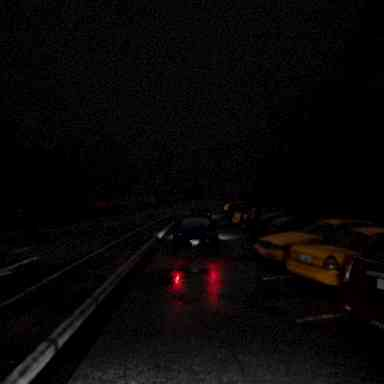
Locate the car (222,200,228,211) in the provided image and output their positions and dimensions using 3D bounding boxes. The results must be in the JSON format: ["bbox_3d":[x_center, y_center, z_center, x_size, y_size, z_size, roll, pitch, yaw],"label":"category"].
[{"bbox_3d":[5.625,1.761,29.214,5.008,1.535,2.097,1,-1,-16],"label":"car"}]

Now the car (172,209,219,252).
[{"bbox_3d":[0.183,1.667,14.445,1.812,1.442,4.674,0,0,2],"label":"car"}]

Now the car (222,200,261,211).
[{"bbox_3d":[6.938,1.929,46.948,4.892,1.521,2.231,1,-1,-15],"label":"car"}]

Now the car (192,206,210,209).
[{"bbox_3d":[0.795,1.885,29.217,1.895,1.301,4.718,0,-1,3],"label":"car"}]

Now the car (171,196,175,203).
[{"bbox_3d":[-7.895,2.042,82.310,5.566,2.045,2.435,-1,-1,-14],"label":"car"}]

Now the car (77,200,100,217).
[{"bbox_3d":[-12.334,1.825,34.316,5.008,1.535,2.097,-1,0,-16],"label":"car"}]

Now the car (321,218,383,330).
[{"bbox_3d":[4.820,1.413,5.530,4.553,1.767,2.185,1,-1,-19],"label":"car"}]

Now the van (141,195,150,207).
[{"bbox_3d":[-10.157,1.836,58.398,4.442,1.987,1.878,-1,-1,-15],"label":"van"}]

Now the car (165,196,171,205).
[{"bbox_3d":[-8.485,1.985,76.325,5.566,2.045,2.435,-1,-1,-14],"label":"car"}]

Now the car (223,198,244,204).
[{"bbox_3d":[10.674,2.325,85.849,4.792,1.488,2.163,1,0,-14],"label":"car"}]

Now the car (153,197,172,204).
[{"bbox_3d":[-7.588,2.197,85.289,4.553,1.767,2.185,-1,0,-14],"label":"car"}]

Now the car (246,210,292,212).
[{"bbox_3d":[5.010,1.663,14.421,4.674,1.452,2.002,1,-1,-18],"label":"car"}]

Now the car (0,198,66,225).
[{"bbox_3d":[-12.847,1.483,25.288,5.566,2.045,2.435,-1,-1,-17],"label":"car"}]

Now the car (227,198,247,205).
[{"bbox_3d":[5.505,1.609,26.262,4.553,1.767,2.185,1,0,-17],"label":"car"}]

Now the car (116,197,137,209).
[{"bbox_3d":[-11.300,1.975,49.312,5.366,1.575,1.946,-1,0,-15],"label":"car"}]

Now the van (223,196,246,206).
[{"bbox_3d":[9.099,1.925,70.608,4.442,1.987,1.878,1,0,-14],"label":"van"}]

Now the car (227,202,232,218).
[{"bbox_3d":[5.507,1.706,23.356,5.366,1.575,1.946,1,-1,-17],"label":"car"}]

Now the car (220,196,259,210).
[{"bbox_3d":[7.518,1.733,52.876,5.566,2.045,2.435,1,-1,-15],"label":"car"}]

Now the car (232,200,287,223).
[{"bbox_3d":[5.178,1.552,20.333,4.553,1.767,2.185,1,-1,-18],"label":"car"}]

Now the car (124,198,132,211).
[{"bbox_3d":[-11.402,1.946,46.365,5.008,1.535,2.097,-1,-1,-15],"label":"car"}]

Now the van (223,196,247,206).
[{"bbox_3d":[8.813,1.896,67.644,4.442,1.987,1.878,1,0,-14],"label":"van"}]

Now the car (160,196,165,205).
[{"bbox_3d":[-9.123,1.927,70.318,5.566,2.045,2.435,-1,0,-14],"label":"car"}]

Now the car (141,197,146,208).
[{"bbox_3d":[-10.583,2.064,55.354,4.792,1.488,2.163,-1,0,-15],"label":"car"}]

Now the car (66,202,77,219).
[{"bbox_3d":[-12.716,1.765,28.291,5.008,1.535,2.097,-1,-1,-17],"label":"car"}]

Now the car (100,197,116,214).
[{"bbox_3d":[-11.874,1.760,40.347,4.553,1.767,2.185,-1,0,-16],"label":"car"}]

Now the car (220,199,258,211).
[{"bbox_3d":[7.034,1.950,49.853,5.366,1.575,1.946,1,0,-15],"label":"car"}]

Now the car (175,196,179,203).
[{"bbox_3d":[-7.014,2.381,91.279,5.008,1.535,2.097,-1,-1,-14],"label":"car"}]

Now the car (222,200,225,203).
[{"bbox_3d":[6.034,1.847,35.138,4.792,1.488,2.163,1,-1,-16],"label":"car"}]

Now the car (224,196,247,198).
[{"bbox_3d":[6.658,1.774,43.985,4.553,1.767,2.185,1,-1,-15],"label":"car"}]

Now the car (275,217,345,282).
[{"bbox_3d":[5.063,1.567,8.560,5.366,1.575,1.946,1,-1,-19],"label":"car"}]

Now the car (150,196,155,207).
[{"bbox_3d":[-9.975,2.092,61.356,5.008,1.535,2.097,-1,-1,-14],"label":"car"}]

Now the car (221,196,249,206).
[{"bbox_3d":[9.528,1.929,73.611,5.566,2.045,2.435,1,-1,-14],"label":"car"}]

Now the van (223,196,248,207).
[{"bbox_3d":[8.526,1.868,64.680,4.442,1.987,1.878,1,0,-14],"label":"van"}]

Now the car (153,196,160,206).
[{"bbox_3d":[-9.709,1.870,64.338,5.566,2.045,2.435,-1,0,-14],"label":"car"}]

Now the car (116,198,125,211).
[{"bbox_3d":[-11.639,1.917,43.356,4.892,1.521,2.231,-1,0,-15],"label":"car"}]

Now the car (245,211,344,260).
[{"bbox_3d":[4.769,1.589,11.396,5.366,1.575,1.946,1,0,-19],"label":"car"}]

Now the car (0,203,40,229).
[{"bbox_3d":[-13.004,1.744,22.249,4.674,1.452,2.002,-1,0,-18],"label":"car"}]

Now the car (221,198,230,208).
[{"bbox_3d":[6.435,1.872,41.036,5.008,1.535,2.097,1,-1,-15],"label":"car"}]

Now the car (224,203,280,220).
[{"bbox_3d":[5.779,1.818,32.155,4.792,1.488,2.163,1,0,-16],"label":"car"}]

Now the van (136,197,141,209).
[{"bbox_3d":[-10.733,1.778,52.401,4.442,1.987,1.878,-1,-1,-15],"label":"van"}]

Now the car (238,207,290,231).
[{"bbox_3d":[5.096,1.691,17.380,4.674,1.452,2.002,1,-1,-18],"label":"car"}]
